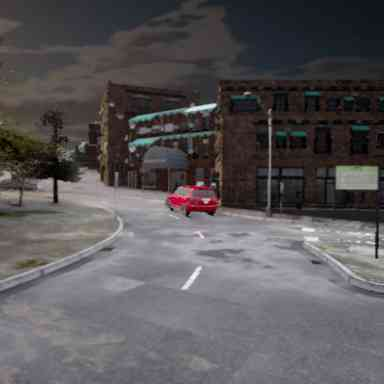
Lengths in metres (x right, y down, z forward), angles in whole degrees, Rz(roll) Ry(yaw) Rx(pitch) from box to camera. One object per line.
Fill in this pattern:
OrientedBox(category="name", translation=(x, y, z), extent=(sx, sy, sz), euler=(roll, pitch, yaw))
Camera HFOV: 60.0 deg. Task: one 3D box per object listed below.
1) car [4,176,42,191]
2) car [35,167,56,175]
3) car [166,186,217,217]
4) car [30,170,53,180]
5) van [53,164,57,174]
OrientedBox(category="car", translation=(-21.813, -0.910, 40.858), extent=(5.357, 1.411, 2.033), euler=(4, 3, 9))
OrientedBox(category="car", translation=(-31.579, -3.811, 68.634), extent=(5.366, 1.575, 1.946), euler=(-1, 8, -36))
OrientedBox(category="car", translation=(-0.129, 0.578, 24.439), extent=(2.150, 2.045, 5.566), euler=(1, 4, -23))
OrientedBox(category="car", translation=(-29.712, -3.125, 62.946), extent=(4.892, 1.521, 2.231), euler=(-1, 7, -36))
OrientedBox(category="van", translation=(-32.192, -4.383, 71.695), extent=(4.442, 1.987, 1.878), euler=(-2, 7, -36))
